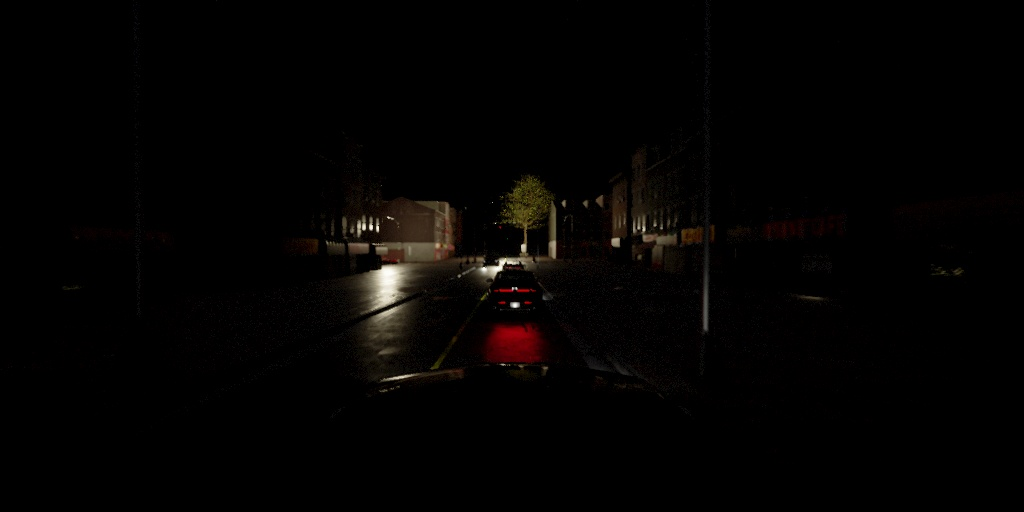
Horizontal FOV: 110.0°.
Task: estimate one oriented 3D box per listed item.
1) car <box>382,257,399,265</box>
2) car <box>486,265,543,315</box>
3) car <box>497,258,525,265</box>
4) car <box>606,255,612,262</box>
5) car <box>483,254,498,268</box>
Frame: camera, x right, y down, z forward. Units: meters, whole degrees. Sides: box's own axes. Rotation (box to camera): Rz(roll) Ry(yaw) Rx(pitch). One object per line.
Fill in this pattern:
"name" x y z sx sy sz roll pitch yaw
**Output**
"car" -20.382 0.887 57.102 4.507 1.381 1.888 0 0 0
"car" 0.095 1.257 13.487 1.837 1.490 4.892 0 0 0
"car" 0.094 1.104 30.220 2.128 1.511 4.902 0 1 0
"car" 17.200 0.349 57.243 4.313 1.339 1.948 0 0 0
"car" -2.770 0.594 48.305 2.097 1.767 4.553 0 1 0
